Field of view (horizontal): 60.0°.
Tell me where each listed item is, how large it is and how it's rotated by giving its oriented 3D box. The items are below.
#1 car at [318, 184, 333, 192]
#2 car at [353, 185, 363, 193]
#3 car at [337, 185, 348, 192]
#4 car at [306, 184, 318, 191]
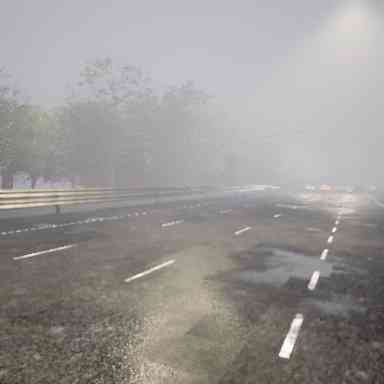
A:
[{"bbox_3d":[32.400,-0.907,80.499,1.882,1.535,5.008,3,3,26],"label":"car"},{"bbox_3d":[38.874,-0.531,77.830,1.812,1.442,4.674,3,3,26],"label":"car"},{"bbox_3d":[35.738,-0.630,79.383,1.895,1.301,4.718,3,3,26],"label":"car"},{"bbox_3d":[29.444,-0.968,82.428,1.895,1.301,4.718,3,3,26],"label":"car"}]
